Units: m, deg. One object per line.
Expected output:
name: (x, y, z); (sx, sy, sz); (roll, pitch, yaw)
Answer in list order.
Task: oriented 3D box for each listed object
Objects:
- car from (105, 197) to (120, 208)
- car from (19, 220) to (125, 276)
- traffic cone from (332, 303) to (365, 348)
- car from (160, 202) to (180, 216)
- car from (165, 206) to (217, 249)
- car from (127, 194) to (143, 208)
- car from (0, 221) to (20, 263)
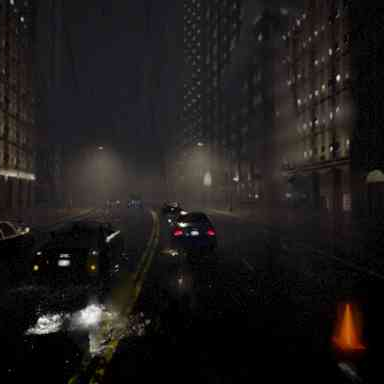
car: (-12.005, 1.493, 50.484); (2.097, 1.767, 4.553); (0, 0, -13)
car: (-3.296, 1.589, 10.328); (1.994, 1.385, 4.181); (0, 0, -3)
traffic cone: (2.331, 1.966, 4.972); (0.340, 0.580, 0.340); (0, 0, 1)
car: (-2.186, 1.665, 34.299); (1.994, 1.385, 4.181); (0, 0, -8)
car: (-0.059, 1.585, 14.829); (2.033, 1.411, 5.357); (0, 0, -4)
car: (-8.627, 1.372, 50.346); (2.150, 2.045, 5.566); (0, 0, -12)
car: (-6.488, 1.571, 9.856); (2.033, 1.411, 5.357); (0, 0, -3)
